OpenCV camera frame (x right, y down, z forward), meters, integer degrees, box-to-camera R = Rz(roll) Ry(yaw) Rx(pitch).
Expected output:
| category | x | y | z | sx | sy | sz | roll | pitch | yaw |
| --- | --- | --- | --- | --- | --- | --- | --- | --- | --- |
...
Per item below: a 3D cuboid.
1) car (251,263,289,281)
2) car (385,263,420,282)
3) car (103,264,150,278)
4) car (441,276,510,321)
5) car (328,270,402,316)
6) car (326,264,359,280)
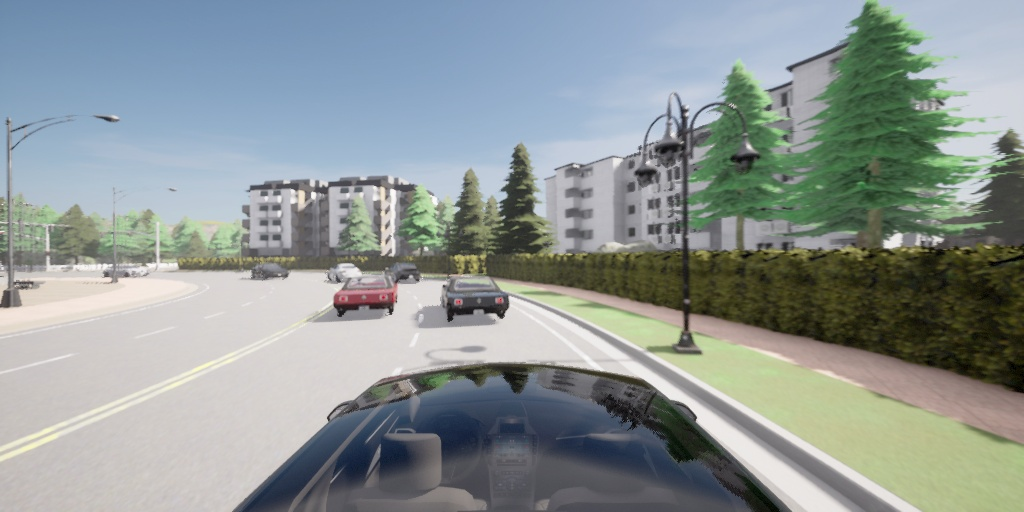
| category | x | y | z | sx | sy | sz | roll | pitch | yaw |
| --- | --- | --- | --- | --- | --- | --- | --- | --- | --- |
| car | -22.463 | 1.401 | 33.238 | 5.008 | 1.535 | 1.882 | 0 | 0 | 39 |
| car | -8.900 | 1.307 | 28.881 | 1.837 | 1.490 | 4.892 | 0 | 0 | -34 |
| car | -41.980 | 1.621 | 39.018 | 4.674 | 1.442 | 1.812 | -1 | 0 | 12 |
| car | -1.481 | 1.354 | 12.607 | 1.895 | 1.301 | 4.718 | -1 | 0 | -13 |
| car | -5.366 | 1.388 | 13.684 | 1.895 | 1.301 | 4.718 | -1 | 0 | -16 |
| car | -13.931 | 1.375 | 29.793 | 1.812 | 1.442 | 4.674 | 0 | 0 | -38 |
